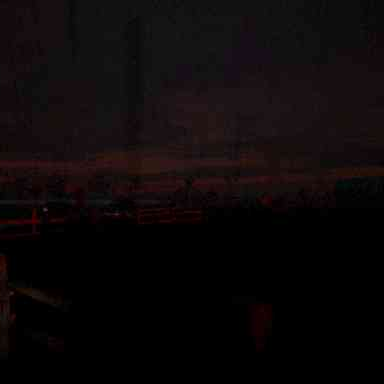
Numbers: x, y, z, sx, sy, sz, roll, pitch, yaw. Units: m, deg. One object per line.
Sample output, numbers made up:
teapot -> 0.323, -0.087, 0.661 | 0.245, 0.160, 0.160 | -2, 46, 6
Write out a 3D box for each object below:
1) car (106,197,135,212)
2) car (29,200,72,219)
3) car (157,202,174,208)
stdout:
car -> -10.278, 1.813, 48.431 | 2.150, 2.045, 5.566 | -1, 0, 17
car -> -14.314, 1.726, 33.903 | 2.097, 1.767, 4.553 | -1, -1, 15
car -> -5.097, 2.531, 64.742 | 1.895, 1.301, 4.718 | -1, -1, 18
